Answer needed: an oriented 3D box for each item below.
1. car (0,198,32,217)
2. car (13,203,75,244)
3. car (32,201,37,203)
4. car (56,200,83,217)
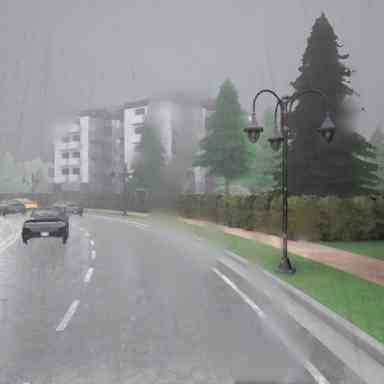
[{"bbox_3d":[-17.426,1.496,31.664,2.128,1.511,4.902,0,0,-45],"label":"car"},{"bbox_3d":[-6.881,1.494,15.869,2.128,1.511,4.902,0,0,-21],"label":"car"},{"bbox_3d":[-19.865,1.484,38.458,5.008,1.535,1.882,0,0,36],"label":"car"},{"bbox_3d":[-11.558,1.496,30.420,2.128,1.511,4.902,0,0,-39],"label":"car"}]
